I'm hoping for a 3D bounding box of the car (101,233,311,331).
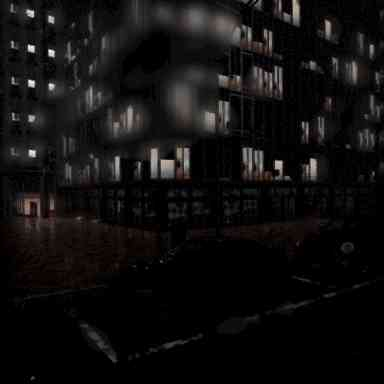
[{"bbox_3d":[0.294,1.580,6.778,4.206,1.307,1.802,0,-1,-35],"label":"car"}]

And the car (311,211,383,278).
[{"bbox_3d":[4.921,1.437,10.080,4.097,1.590,1.967,0,-1,-35],"label":"car"}]
